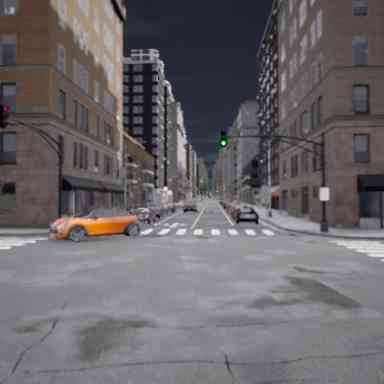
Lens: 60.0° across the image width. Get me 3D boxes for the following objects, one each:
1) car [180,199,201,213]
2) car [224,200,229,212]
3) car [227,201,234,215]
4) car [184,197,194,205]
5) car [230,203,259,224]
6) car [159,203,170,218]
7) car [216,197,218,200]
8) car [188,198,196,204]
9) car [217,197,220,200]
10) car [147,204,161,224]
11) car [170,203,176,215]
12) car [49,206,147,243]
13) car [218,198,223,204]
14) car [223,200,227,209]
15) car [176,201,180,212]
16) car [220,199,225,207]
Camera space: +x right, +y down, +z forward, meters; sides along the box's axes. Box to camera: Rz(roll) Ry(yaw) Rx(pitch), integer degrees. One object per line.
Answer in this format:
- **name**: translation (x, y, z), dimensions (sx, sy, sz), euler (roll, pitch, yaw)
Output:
- **car**: translation (-0.190, 2.093, 44.943), dimensions (2.033, 1.411, 5.357), euler (0, -1, 3)
- **car**: translation (5.109, 1.999, 38.562), dimensions (2.008, 1.369, 4.403), euler (0, -1, 3)
- **car**: translation (4.773, 1.928, 33.042), dimensions (1.887, 1.381, 4.507), euler (0, -1, 3)
- **car**: translation (-0.712, 2.315, 83.226), dimensions (2.192, 1.841, 5.009), euler (0, -1, 3)
- **car**: translation (4.437, 1.884, 27.522), dimensions (1.947, 1.339, 4.313), euler (0, -1, 3)
- **car**: translation (-3.737, 1.989, 33.554), dimensions (1.947, 1.339, 4.313), euler (0, -1, 3)
- **car**: translation (8.133, 2.590, 88.244), dimensions (1.947, 1.339, 4.313), euler (0, -1, 3)
- **car**: translation (-0.040, 2.568, 94.261), dimensions (1.967, 1.590, 4.097), euler (0, -1, 3)
- **car**: translation (7.797, 2.542, 82.723), dimensions (1.802, 1.307, 4.206), euler (0, -1, 3)
- **car**: translation (-4.073, 1.940, 28.035), dimensions (1.802, 1.307, 4.206), euler (0, -1, 3)
- **car**: translation (-3.401, 2.038, 39.073), dimensions (2.008, 1.369, 4.403), euler (0, -1, 3)
- **car**: translation (-5.070, 1.592, 17.697), dimensions (4.553, 1.767, 2.097), euler (1, -2, -40)
- **car**: translation (6.789, 2.320, 66.163), dimensions (2.008, 1.369, 4.403), euler (0, -1, 3)
- **car**: translation (5.445, 2.057, 44.083), dimensions (1.887, 1.381, 4.507), euler (0, -1, 3)
- **car**: translation (-3.065, 2.097, 44.592), dimensions (1.887, 1.381, 4.507), euler (0, -1, 3)
- **car**: translation (6.117, 2.207, 55.123), dimensions (1.947, 1.339, 4.313), euler (0, -1, 3)
